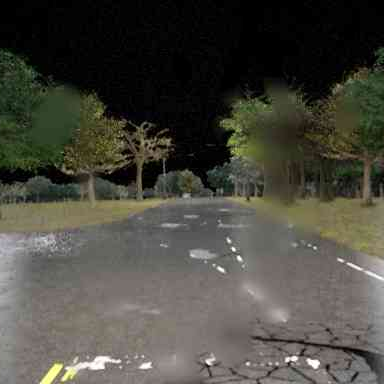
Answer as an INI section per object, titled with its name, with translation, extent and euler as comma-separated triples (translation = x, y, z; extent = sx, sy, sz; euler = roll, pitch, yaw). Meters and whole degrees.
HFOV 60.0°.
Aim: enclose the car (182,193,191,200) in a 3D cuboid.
[car]
translation = -1.272, 1.071, 78.916
extent = 2.128, 1.511, 4.902
euler = -1, 0, 6
